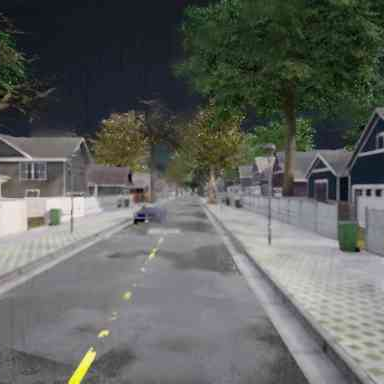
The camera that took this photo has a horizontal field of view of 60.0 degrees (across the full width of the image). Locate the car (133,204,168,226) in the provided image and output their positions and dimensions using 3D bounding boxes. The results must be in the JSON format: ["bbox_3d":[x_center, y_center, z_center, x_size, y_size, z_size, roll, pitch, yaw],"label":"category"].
[{"bbox_3d":[-2.784,1.489,22.808,1.895,1.301,4.718,0,0,0],"label":"car"}]
